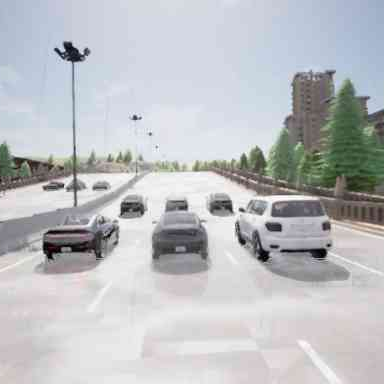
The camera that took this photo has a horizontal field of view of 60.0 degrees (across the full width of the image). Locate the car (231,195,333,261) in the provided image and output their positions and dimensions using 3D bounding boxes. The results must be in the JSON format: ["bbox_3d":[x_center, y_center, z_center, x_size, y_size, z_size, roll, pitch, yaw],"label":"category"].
[{"bbox_3d":[3.053,1.132,12.167,2.150,2.045,5.566,-1,1,-3],"label":"car"}]

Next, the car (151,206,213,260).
[{"bbox_3d":[-0.455,1.474,12.361,1.837,1.490,4.892,-1,0,-3],"label":"car"}]

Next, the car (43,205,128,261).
[{"bbox_3d":[-3.971,1.523,12.625,2.128,1.511,4.902,-1,1,-3],"label":"car"}]

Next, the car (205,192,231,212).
[{"bbox_3d":[2.248,0.794,27.815,1.837,1.490,4.892,-1,5,-3],"label":"car"}]

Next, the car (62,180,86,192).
[{"bbox_3d":[-16.462,-0.968,47.405,1.812,1.442,4.674,-1,7,-3],"label":"car"}]

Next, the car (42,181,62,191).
[{"bbox_3d":[-20.005,-0.951,48.291,1.895,1.301,4.718,-1,7,-3],"label":"car"}]

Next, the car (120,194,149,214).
[{"bbox_3d":[-4.741,0.925,27.469,1.837,1.490,4.892,-1,5,-3],"label":"car"}]

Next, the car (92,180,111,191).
[{"bbox_3d":[-12.969,-1.001,47.630,1.994,1.385,4.181,-1,7,-3],"label":"car"}]

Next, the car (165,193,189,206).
[{"bbox_3d":[-1.249,0.841,27.687,2.128,1.511,4.902,-1,4,-3],"label":"car"}]
